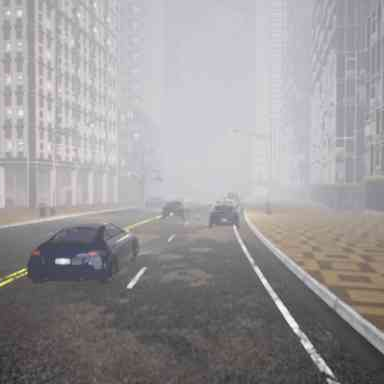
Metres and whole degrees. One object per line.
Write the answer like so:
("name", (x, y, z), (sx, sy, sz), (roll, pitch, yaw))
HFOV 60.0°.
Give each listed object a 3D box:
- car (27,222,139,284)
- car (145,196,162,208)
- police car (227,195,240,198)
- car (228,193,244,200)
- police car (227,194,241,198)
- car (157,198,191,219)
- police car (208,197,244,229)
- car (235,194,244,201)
("car", (-2.840, 1.539, 9.543), (1.994, 1.385, 4.181), (0, 0, 3))
("car", (-5.062, 1.372, 46.317), (1.837, 1.490, 4.892), (0, 0, 12))
("police car", (3.227, 1.372, 31.055), (1.930, 1.638, 5.238), (0, 0, 8))
("car", (6.868, 1.124, 55.017), (2.150, 2.045, 5.566), (0, 0, 12))
("police car", (4.119, 1.363, 36.839), (1.930, 1.638, 5.238), (0, 0, 9))
("car", (-1.272, 1.441, 27.976), (1.837, 1.490, 4.892), (0, 0, 7))
("police car", (2.067, 1.388, 21.371), (1.930, 1.638, 5.238), (0, 0, 6))
("car", (10.434, 1.232, 73.200), (1.812, 1.442, 4.674), (0, 0, 9))
